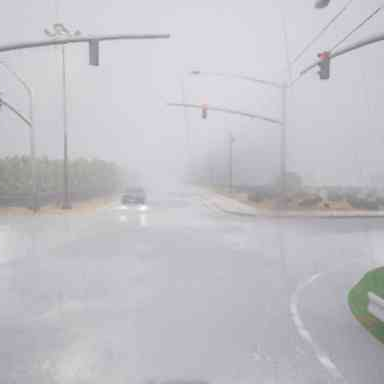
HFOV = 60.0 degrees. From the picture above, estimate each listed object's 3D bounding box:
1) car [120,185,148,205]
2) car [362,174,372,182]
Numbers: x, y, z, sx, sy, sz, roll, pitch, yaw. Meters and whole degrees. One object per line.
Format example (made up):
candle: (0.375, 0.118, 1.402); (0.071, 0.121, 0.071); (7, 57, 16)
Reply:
car: (-4.655, 0.255, 27.154); (1.837, 1.490, 4.892); (0, 5, -5)
car: (41.902, -3.151, 79.157); (1.905, 1.878, 3.866); (10, 11, 40)
